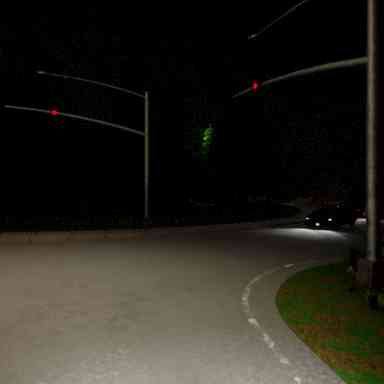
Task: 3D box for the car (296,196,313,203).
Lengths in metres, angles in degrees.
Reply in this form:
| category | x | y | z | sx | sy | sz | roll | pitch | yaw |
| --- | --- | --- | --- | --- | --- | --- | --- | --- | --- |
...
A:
| category | x | y | z | sx | sy | sz | roll | pitch | yaw |
| --- | --- | --- | --- | --- | --- | --- | --- | --- | --- |
| car | 19.575 | 1.451 | 56.096 | 1.882 | 1.535 | 5.008 | 0 | 0 | -16 |

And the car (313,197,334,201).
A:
| category | x | y | z | sx | sy | sz | roll | pitch | yaw |
| --- | --- | --- | --- | --- | --- | --- | --- | --- | --- |
| car | 16.655 | 1.451 | 40.486 | 1.882 | 1.535 | 5.008 | 0 | 0 | 8 |

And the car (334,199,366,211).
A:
| category | x | y | z | sx | sy | sz | roll | pitch | yaw |
| --- | --- | --- | --- | --- | --- | --- | --- | --- | --- |
| car | 14.341 | 1.478 | 30.425 | 1.837 | 1.490 | 4.892 | 0 | 0 | 20 |

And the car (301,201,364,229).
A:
| category | x | y | z | sx | sy | sz | roll | pitch | yaw |
| --- | --- | --- | --- | --- | --- | --- | --- | --- | --- |
| car | 9.168 | 1.521 | 21.629 | 2.033 | 1.411 | 5.357 | 0 | 0 | 41 |

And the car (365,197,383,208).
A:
| category | x | y | z | sx | sy | sz | roll | pitch | yaw |
| --- | --- | --- | --- | --- | --- | --- | --- | --- | --- |
| car | 19.526 | 1.325 | 35.957 | 2.097 | 1.767 | 4.553 | 0 | 0 | 11 |
